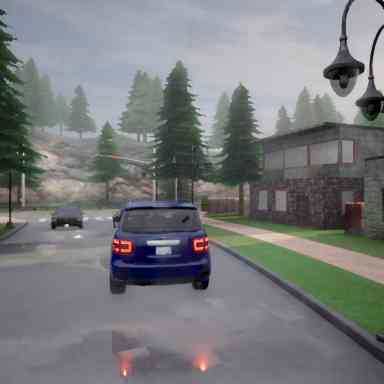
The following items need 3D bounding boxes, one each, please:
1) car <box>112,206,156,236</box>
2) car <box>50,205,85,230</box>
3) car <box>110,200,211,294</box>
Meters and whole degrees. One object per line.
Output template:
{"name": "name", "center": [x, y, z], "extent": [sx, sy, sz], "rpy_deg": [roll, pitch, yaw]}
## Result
{"name": "car", "center": [-3.535, 1.601, 19.482], "extent": [1.895, 1.301, 4.718], "rpy_deg": [0, 0, -18]}
{"name": "car", "center": [-8.022, 1.548, 21.577], "extent": [2.033, 1.411, 5.357], "rpy_deg": [0, 0, -19]}
{"name": "car", "center": [-0.977, 1.221, 9.049], "extent": [2.150, 2.045, 5.566], "rpy_deg": [0, 0, -9]}
